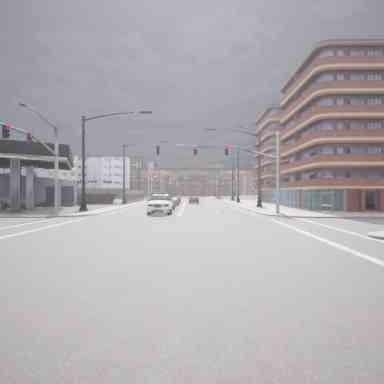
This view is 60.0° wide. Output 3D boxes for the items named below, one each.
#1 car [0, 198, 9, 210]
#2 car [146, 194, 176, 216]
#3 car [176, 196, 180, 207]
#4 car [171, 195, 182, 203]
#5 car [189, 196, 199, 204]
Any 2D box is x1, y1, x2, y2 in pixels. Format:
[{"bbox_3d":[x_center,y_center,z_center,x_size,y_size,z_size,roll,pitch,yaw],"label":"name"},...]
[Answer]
[{"bbox_3d":[-23.944,1.456,39.459,3.806,1.475,1.970,0,0,1],"label":"car"},{"bbox_3d":[-3.084,1.222,32.717,2.150,2.045,5.566,0,0,1],"label":"car"},{"bbox_3d":[-3.104,1.547,46.095,2.033,1.411,5.357,0,0,0],"label":"car"},{"bbox_3d":[-3.183,1.491,68.049,2.128,1.511,4.902,0,0,0],"label":"car"},{"bbox_3d":[0.344,1.491,63.768,2.128,1.511,4.902,0,0,0],"label":"car"}]
